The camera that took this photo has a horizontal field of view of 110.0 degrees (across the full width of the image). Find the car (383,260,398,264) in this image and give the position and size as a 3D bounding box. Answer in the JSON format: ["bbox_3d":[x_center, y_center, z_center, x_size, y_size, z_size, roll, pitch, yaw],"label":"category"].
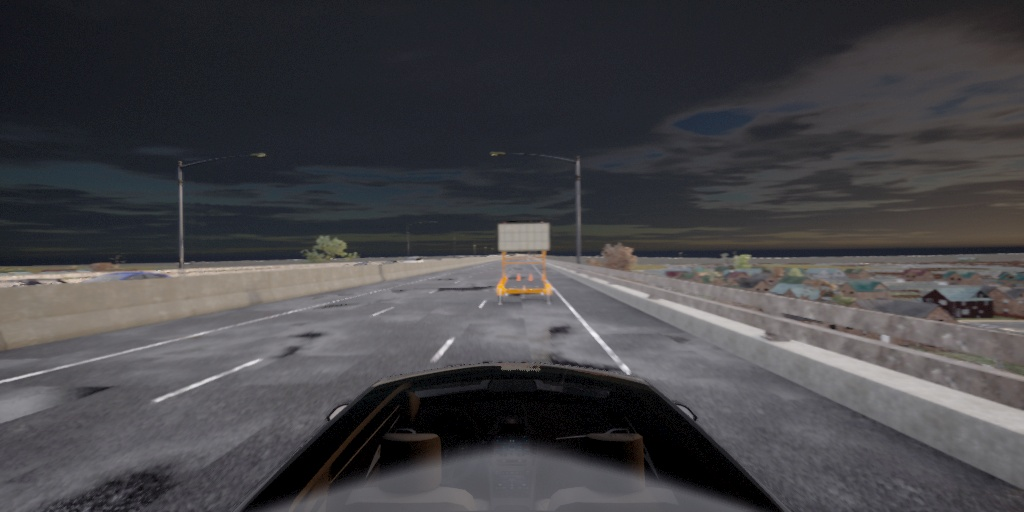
[{"bbox_3d":[-19.065,1.479,56.696,1.837,1.490,4.892,-1,0,3],"label":"car"}]

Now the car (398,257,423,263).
[{"bbox_3d":[-15.570,1.165,56.574,2.150,2.045,5.566,-1,0,3],"label":"car"}]

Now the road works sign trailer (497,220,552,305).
[{"bbox_3d":[0.566,0.206,16.178,2.380,3.560,2.880,0,0,2],"label":"road works sign trailer"}]

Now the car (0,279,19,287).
[{"bbox_3d":[-20.590,1.620,14.890,1.895,1.301,4.718,-1,0,2],"label":"car"}]

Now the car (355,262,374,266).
[{"bbox_3d":[-22.625,1.593,54.970,1.994,1.385,4.181,-1,0,2],"label":"car"}]

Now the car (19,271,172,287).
[{"bbox_3d":[-17.057,1.450,15.705,1.882,1.535,5.008,-1,0,2],"label":"car"}]
